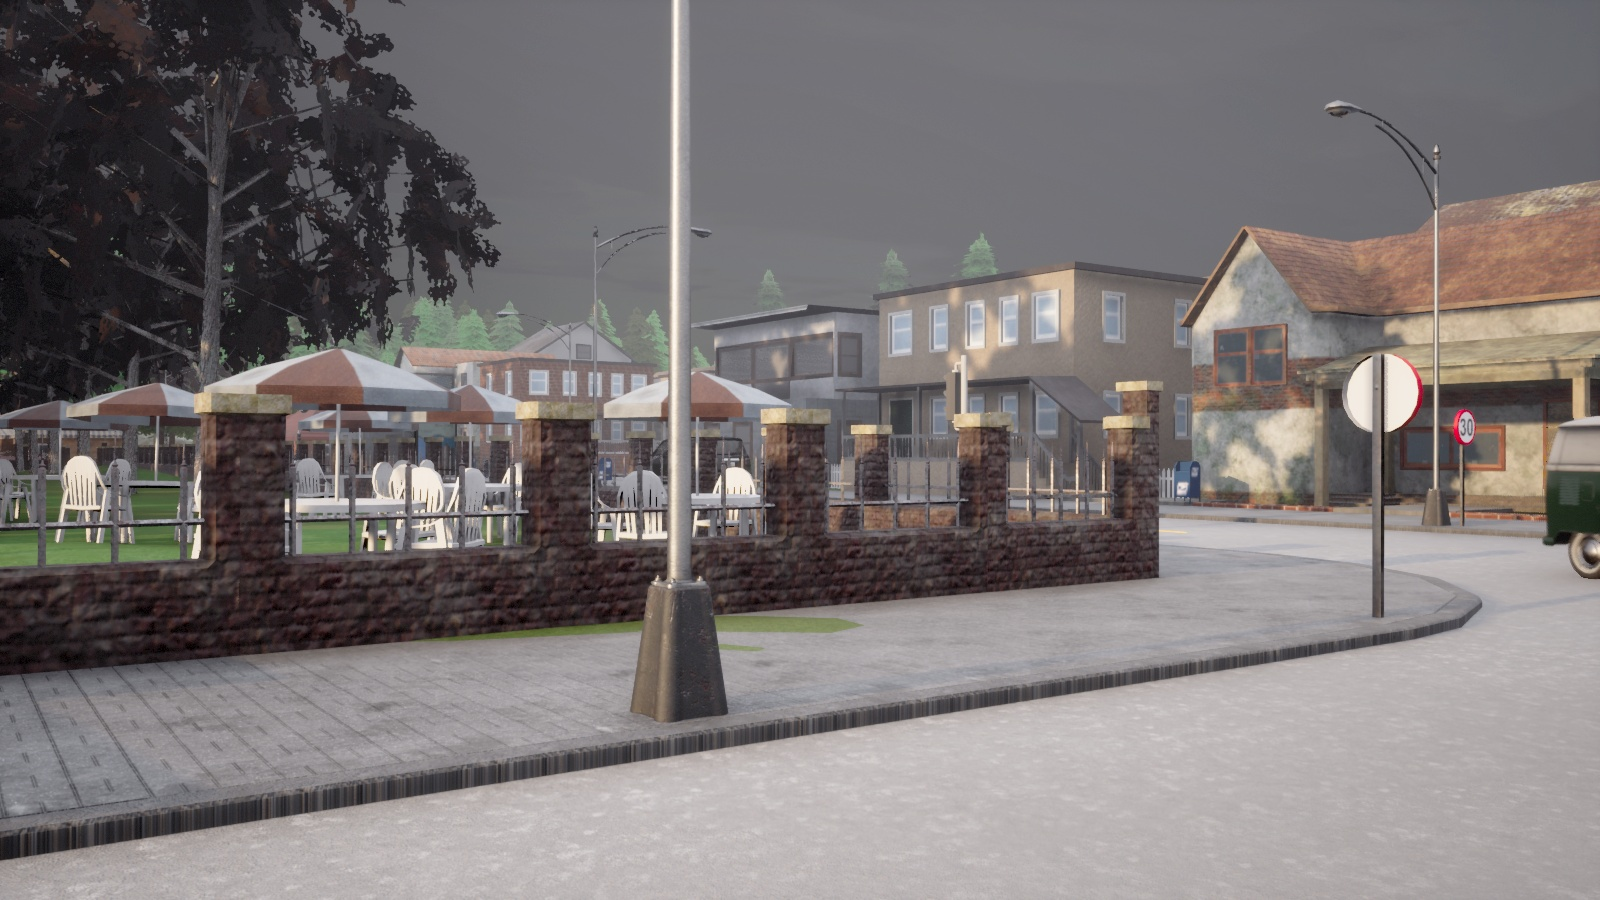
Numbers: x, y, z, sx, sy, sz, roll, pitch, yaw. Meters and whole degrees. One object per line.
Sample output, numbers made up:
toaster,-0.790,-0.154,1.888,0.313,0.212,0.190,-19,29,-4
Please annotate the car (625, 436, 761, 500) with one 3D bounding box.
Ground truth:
car,-3.768,0.577,43.111,2.150,2.045,5.566,0,0,-35

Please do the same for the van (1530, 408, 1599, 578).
van,10.365,0.508,13.736,1.775,1.987,4.442,1,0,-7
